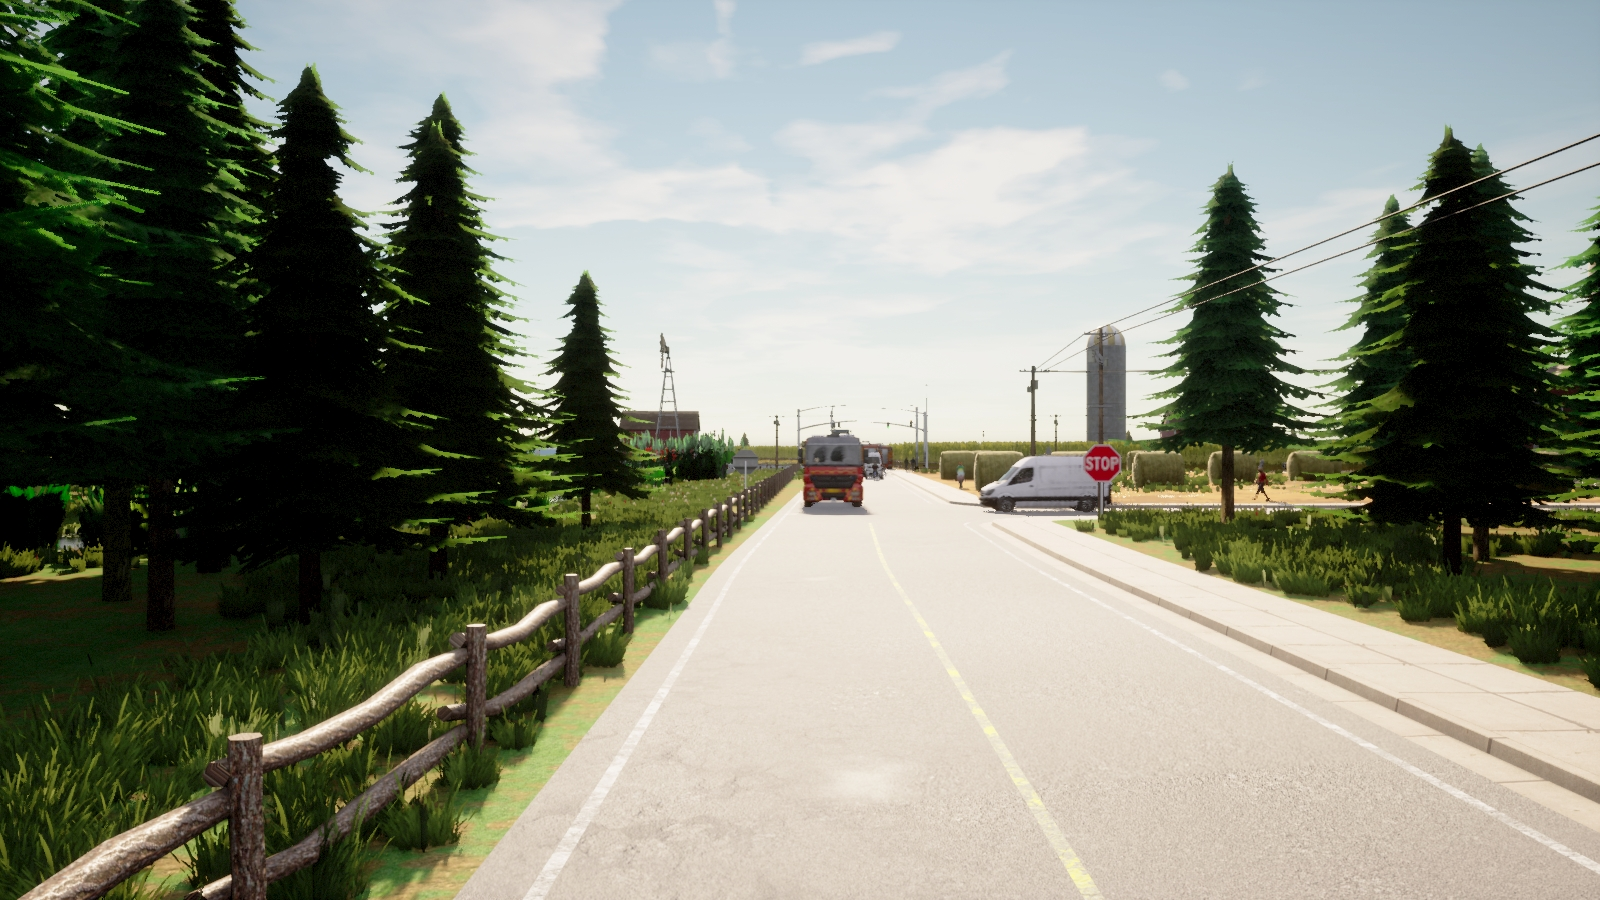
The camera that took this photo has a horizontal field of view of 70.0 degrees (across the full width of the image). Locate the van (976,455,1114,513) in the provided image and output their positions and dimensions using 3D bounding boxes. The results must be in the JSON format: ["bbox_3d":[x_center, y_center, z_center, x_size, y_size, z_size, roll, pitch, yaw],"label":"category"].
[{"bbox_3d":[11.198,1.534,52.468,5.915,2.561,1.988,0,0,-1],"label":"van"}]

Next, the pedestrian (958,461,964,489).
[{"bbox_3d":[10.820,1.659,77.010,0.375,1.860,0.375,0,0,4],"label":"pedestrian"}]

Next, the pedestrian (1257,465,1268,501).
[{"bbox_3d":[23.671,1.691,58.483,0.375,1.860,0.375,0,0,-9],"label":"pedestrian"}]

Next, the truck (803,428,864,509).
[{"bbox_3d":[1.598,0.857,57.959,2.891,3.827,8.468,0,0,0],"label":"truck"}]
